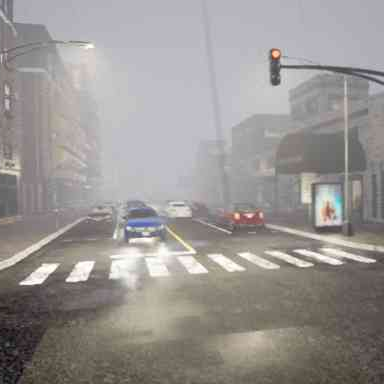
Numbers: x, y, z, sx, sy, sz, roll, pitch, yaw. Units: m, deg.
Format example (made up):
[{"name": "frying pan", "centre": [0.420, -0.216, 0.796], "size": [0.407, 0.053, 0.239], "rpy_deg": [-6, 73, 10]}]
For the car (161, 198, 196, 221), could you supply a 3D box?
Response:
[{"name": "car", "centre": [-1.236, 1.502, 26.620], "size": [1.812, 1.442, 4.674], "rpy_deg": [-1, 0, -11]}]

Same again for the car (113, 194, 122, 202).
[{"name": "car", "centre": [-19.009, 1.575, 85.311], "size": [2.192, 1.841, 5.009], "rpy_deg": [-2, 0, -11]}]

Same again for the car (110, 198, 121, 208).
[{"name": "car", "centre": [-8.841, 1.647, 35.061], "size": [2.008, 1.369, 4.403], "rpy_deg": [-1, 0, -11]}]

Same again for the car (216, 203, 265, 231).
[{"name": "car", "centre": [2.754, 1.357, 19.982], "size": [1.967, 1.590, 4.097], "rpy_deg": [-1, 0, -11]}]

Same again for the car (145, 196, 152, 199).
[{"name": "car", "centre": [-11.921, 1.725, 92.571], "size": [1.802, 1.307, 4.206], "rpy_deg": [-2, 0, -11]}]

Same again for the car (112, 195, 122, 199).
[{"name": "car", "centre": [-12.195, 1.669, 51.645], "size": [1.752, 1.417, 4.829], "rpy_deg": [-1, 0, -11]}]

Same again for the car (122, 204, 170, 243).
[{"name": "car", "centre": [-2.428, 1.532, 16.463], "size": [1.812, 1.442, 4.674], "rpy_deg": [-1, 0, -11]}]

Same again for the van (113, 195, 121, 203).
[{"name": "van", "centre": [-17.879, 1.580, 79.729], "size": [1.690, 1.788, 3.998], "rpy_deg": [-1, 0, -11]}]

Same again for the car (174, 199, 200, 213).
[{"name": "car", "centre": [-0.631, 1.509, 36.734], "size": [2.008, 1.369, 4.403], "rpy_deg": [-1, 0, -11]}]

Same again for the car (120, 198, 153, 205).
[{"name": "car", "centre": [-4.263, 1.520, 25.643], "size": [2.128, 1.511, 4.902], "rpy_deg": [-1, 0, -11]}]

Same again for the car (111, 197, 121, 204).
[{"name": "car", "centre": [-15.583, 1.723, 68.395], "size": [1.752, 1.417, 4.829], "rpy_deg": [-1, 0, -11]}]

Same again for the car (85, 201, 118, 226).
[{"name": "car", "centre": [-6.583, 1.619, 23.894], "size": [2.008, 1.369, 4.403], "rpy_deg": [-1, 0, -11]}]

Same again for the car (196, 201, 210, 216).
[{"name": "car", "centre": [0.499, 1.526, 31.151], "size": [1.802, 1.307, 4.206], "rpy_deg": [-1, 0, -11]}]
